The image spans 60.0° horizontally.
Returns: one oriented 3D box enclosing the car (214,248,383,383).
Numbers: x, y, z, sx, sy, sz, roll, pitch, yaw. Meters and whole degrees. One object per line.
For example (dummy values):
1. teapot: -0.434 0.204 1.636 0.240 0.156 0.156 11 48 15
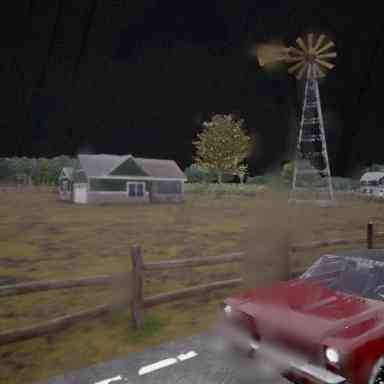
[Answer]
1. car: 2.637 1.619 4.933 4.718 1.301 1.895 0 0 -35
